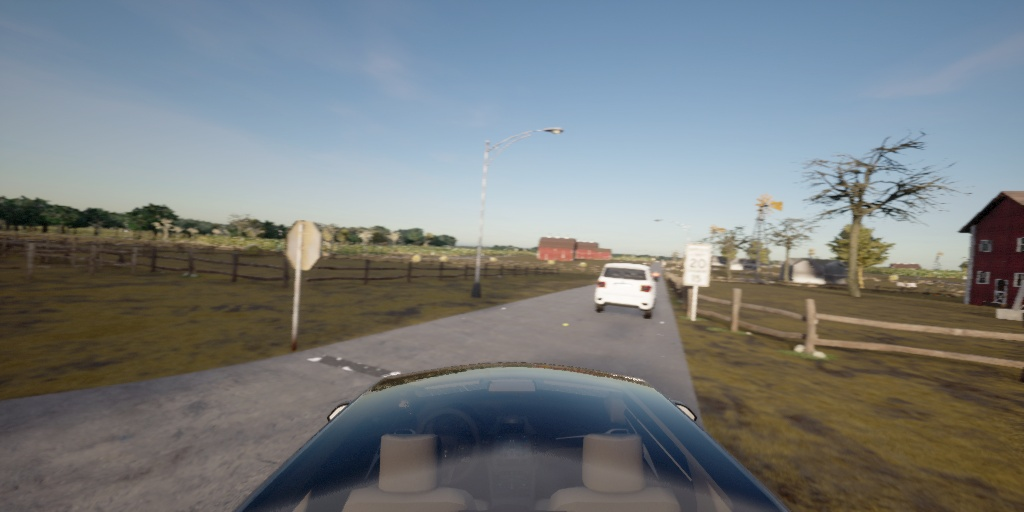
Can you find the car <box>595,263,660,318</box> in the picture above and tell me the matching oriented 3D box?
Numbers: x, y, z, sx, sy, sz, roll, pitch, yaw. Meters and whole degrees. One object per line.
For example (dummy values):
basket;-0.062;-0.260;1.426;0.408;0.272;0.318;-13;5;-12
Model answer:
car;5.099;1.384;15.706;2.150;2.045;5.566;4;0;23
